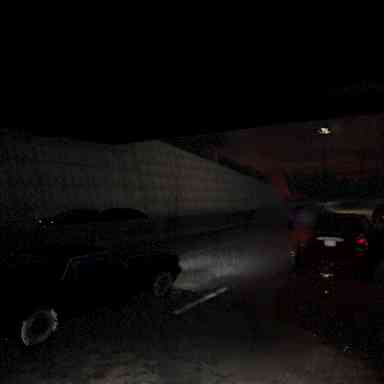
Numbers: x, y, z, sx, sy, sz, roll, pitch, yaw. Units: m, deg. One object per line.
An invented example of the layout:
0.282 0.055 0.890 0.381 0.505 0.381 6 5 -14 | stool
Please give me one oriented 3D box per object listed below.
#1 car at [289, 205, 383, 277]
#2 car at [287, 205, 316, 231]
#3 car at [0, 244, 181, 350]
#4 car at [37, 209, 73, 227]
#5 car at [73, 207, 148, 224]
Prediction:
5.077 1.487 11.119 2.097 1.767 4.553 -1 -1 34 | car
7.793 1.612 21.426 2.097 1.767 4.553 -1 -1 34 | car
-2.230 1.684 6.527 1.895 1.301 4.718 -1 -1 34 | car
-7.949 1.844 23.460 2.033 1.411 5.357 -1 -1 34 | car
-4.948 1.777 21.652 1.837 1.490 4.892 -1 -1 34 | car
